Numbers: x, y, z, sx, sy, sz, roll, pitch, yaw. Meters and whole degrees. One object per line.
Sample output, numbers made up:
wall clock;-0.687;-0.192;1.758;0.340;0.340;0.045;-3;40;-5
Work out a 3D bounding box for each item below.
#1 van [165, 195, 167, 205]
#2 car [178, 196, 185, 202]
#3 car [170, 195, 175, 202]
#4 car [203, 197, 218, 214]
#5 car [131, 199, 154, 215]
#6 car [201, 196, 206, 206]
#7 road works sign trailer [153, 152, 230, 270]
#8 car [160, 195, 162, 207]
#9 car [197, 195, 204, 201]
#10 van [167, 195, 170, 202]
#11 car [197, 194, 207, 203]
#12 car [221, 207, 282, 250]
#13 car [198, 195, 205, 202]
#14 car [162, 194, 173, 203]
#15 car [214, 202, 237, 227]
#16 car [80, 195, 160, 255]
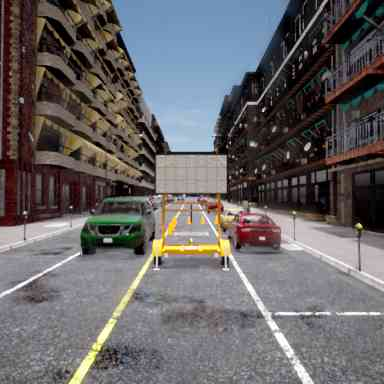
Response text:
van;-5.398;1.452;53.101;1.690;1.788;3.998;2;0;0
car;-2.926;1.748;86.704;2.128;1.511;4.902;0;0;0
car;-5.432;1.492;69.694;2.192;1.841;5.009;1;0;0
car;2.511;1.608;36.464;1.887;1.381;4.507;1;0;0
car;-5.368;1.588;36.341;1.752;1.417;4.829;2;0;0
car;2.500;1.628;41.996;2.008;1.369;4.403;1;0;0
road works sign trailer;-0.022;0.475;11.003;2.380;3.560;2.880;0;0;0
car;-5.374;1.393;42.043;2.192;1.841;5.009;2;0;0
car;2.365;1.723;91.774;1.967;1.590;4.097;1;0;0
van;-5.410;1.473;58.633;1.690;1.788;3.998;1;0;0
car;2.391;1.541;80.712;2.192;1.841;5.009;1;0;0
car;2.557;1.561;14.342;1.887;1.381;4.507;1;0;0
car;2.466;1.676;58.587;1.887;1.381;4.507;1;0;0
car;-5.443;1.516;75.224;2.192;1.841;5.009;1;0;0
car;2.546;1.551;20.044;1.752;1.417;4.829;1;0;0
car;-2.775;1.234;13.712;2.150;2.045;5.566;0;0;0
